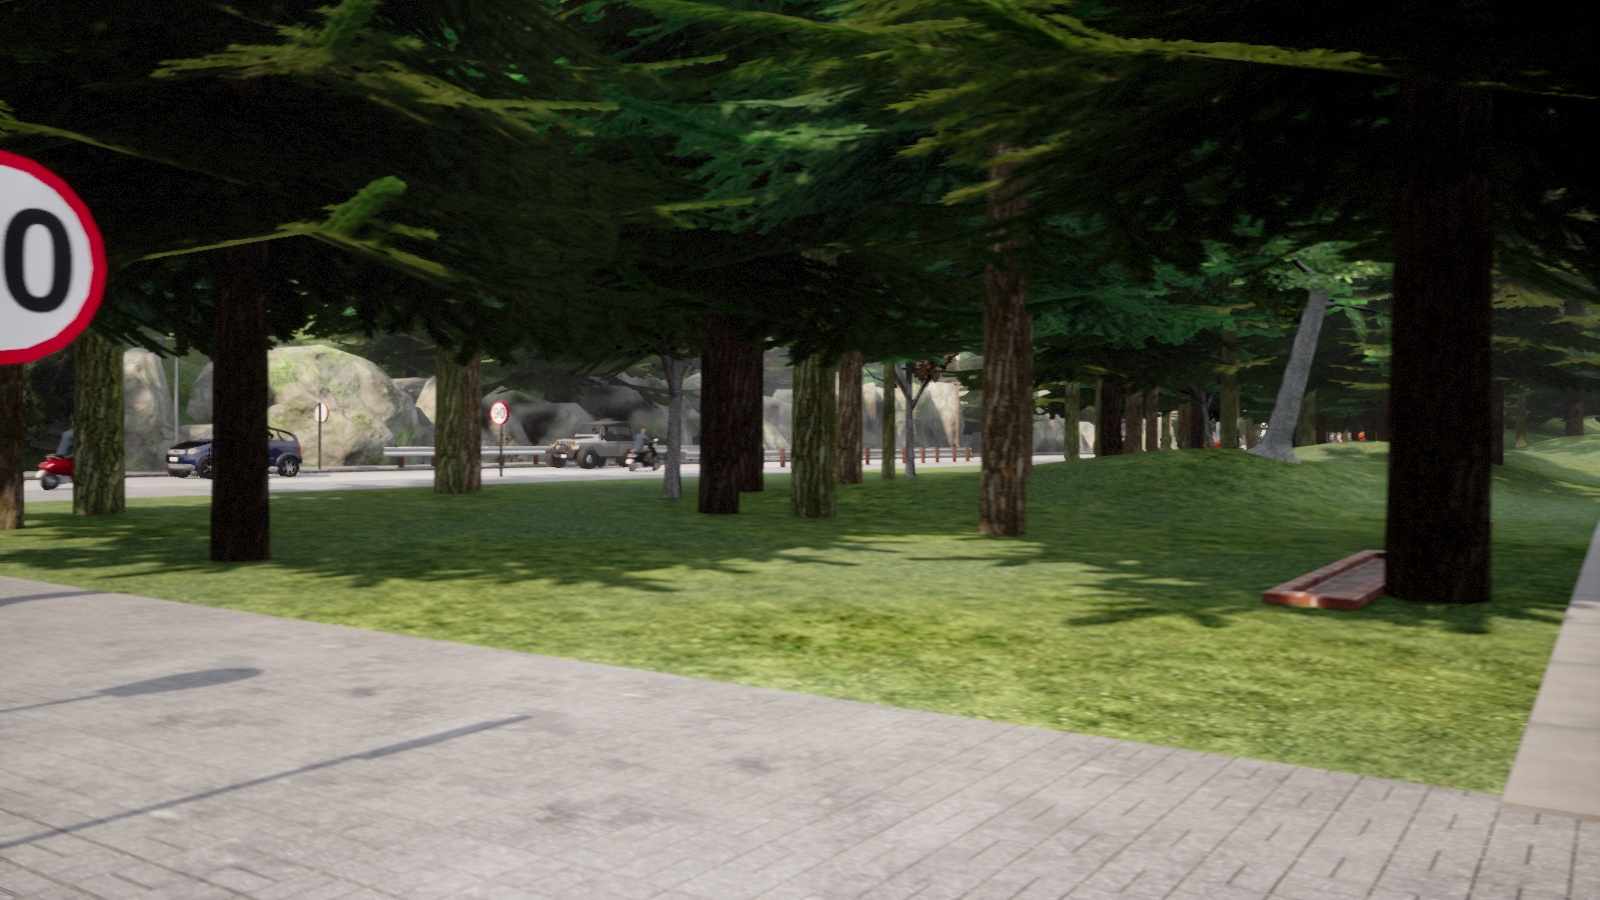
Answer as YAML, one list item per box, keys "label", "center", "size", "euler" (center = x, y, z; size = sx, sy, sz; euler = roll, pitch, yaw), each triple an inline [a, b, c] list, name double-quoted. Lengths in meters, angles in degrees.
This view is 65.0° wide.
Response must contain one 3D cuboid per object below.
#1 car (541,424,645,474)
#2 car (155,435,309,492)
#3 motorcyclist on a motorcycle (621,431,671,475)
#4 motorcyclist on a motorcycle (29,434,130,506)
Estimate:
- label: "car"
  center: [-8.129, -0.076, 49.621]
  size: [1.905, 1.878, 3.866]
  euler: [0, 1, 33]
- label: "car"
  center: [-16.565, 0.358, 36.760]
  size: [1.789, 1.549, 3.705]
  euler: [0, 1, 33]
- label: "motorcyclist on a motorcycle"
  center: [-5.648, 0.107, 46.111]
  size: [0.866, 1.590, 1.817]
  euler: [0, 1, 33]
- label: "motorcyclist on a motorcycle"
  center: [-16.732, 0.438, 29.183]
  size: [0.866, 1.590, 1.817]
  euler: [0, 1, 33]
